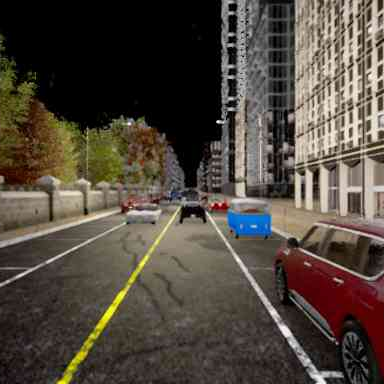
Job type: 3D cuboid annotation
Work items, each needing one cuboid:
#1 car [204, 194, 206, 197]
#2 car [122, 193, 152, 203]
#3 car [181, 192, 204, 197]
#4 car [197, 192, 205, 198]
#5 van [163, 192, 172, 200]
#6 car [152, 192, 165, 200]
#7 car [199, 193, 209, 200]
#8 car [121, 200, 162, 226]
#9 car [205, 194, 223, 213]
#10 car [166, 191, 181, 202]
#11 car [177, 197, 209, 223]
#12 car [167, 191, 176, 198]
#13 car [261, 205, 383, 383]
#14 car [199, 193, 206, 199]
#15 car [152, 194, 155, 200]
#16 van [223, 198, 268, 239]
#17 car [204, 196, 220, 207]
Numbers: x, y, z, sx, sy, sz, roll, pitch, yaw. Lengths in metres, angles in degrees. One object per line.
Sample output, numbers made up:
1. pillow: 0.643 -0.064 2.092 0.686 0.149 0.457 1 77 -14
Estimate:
1. car: 2.647 1.285 39.179 1.752 1.417 4.829 1 0 0
2. car: -5.724 1.113 33.358 2.192 1.841 5.009 1 0 0
3. car: 0.048 1.098 40.993 2.097 1.767 4.553 0 0 0
4. car: 2.579 0.777 94.762 1.967 1.590 4.097 1 0 0
5. van: -5.779 0.814 77.950 1.690 1.788 3.998 1 0 0
6. car: -5.745 0.997 50.406 2.192 1.841 5.009 1 0 0
7. car: 2.607 0.957 72.293 1.967 1.590 4.097 1 0 0
8. car: -3.129 1.470 22.084 1.895 1.301 4.718 0 0 0
9. car: 2.655 1.238 33.328 1.967 1.590 4.097 1 0 0
10. car: -3.105 0.814 62.603 2.150 2.045 5.566 0 0 0
11. car: 0.068 1.357 24.475 1.837 1.490 4.892 0 0 0
12. car: -5.800 0.651 94.792 2.192 1.841 5.009 1 0 0
13. car: 2.691 1.287 4.923 2.192 1.841 5.009 0 0 0
14. car: 2.592 0.953 83.698 1.752 1.417 4.829 1 0 0
15. car: -5.733 1.287 38.871 1.752 1.417 4.829 1 0 0
16. van: 2.677 1.246 16.284 1.690 1.788 3.998 1 0 0
17. car: 2.639 1.288 44.690 1.947 1.339 4.313 1 0 0
